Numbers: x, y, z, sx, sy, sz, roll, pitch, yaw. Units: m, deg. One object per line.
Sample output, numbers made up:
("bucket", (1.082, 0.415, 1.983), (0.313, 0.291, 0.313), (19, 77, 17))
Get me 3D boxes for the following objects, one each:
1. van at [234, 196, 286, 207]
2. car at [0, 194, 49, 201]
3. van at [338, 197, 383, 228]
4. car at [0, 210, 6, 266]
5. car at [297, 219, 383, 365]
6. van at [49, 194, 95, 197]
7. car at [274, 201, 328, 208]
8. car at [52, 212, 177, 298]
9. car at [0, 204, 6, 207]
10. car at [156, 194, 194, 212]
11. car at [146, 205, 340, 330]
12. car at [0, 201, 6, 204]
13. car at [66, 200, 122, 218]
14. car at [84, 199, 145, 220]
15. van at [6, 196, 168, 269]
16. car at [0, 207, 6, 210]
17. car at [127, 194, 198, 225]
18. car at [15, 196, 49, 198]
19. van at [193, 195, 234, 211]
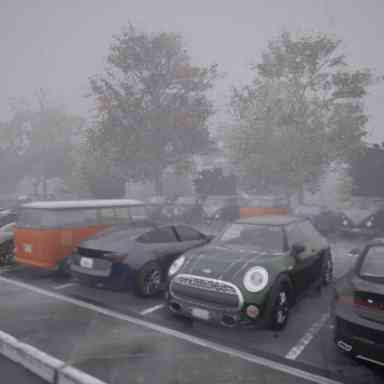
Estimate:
("van", (4.696, 1.243, 21.023), (1.878, 1.987, 4.442), (0, 0, 36))
("car", (-17.967, 1.227, 37.172), (2.435, 2.045, 5.566), (0, 0, 36))
("van", (9.072, 1.245, 17.593), (1.878, 1.987, 4.442), (0, 0, 35))
("car", (-5.347, 1.504, 11.958), (2.163, 1.488, 4.792), (0, 0, 36))
("car", (3.678, 1.480, 5.485), (2.231, 1.521, 4.892), (0, 0, 36))
("van", (-11.140, 1.250, 32.432), (1.878, 1.987, 4.442), (0, 0, 36))
("car", (6.878, 1.468, 19.314), (2.097, 1.535, 5.008), (0, 0, 36))
("car", (-0.807, 1.502, 8.759), (2.163, 1.488, 4.792), (0, 0, 36))
("car", (-9.852, 1.505, 15.203), (2.163, 1.488, 4.792), (0, 0, 36))
("car", (0.116, 1.220, 24.144), (2.435, 2.045, 5.566), (0, 0, 36))
("car", (1.444, 1.348, 7.140), (2.185, 1.767, 4.553), (0, 0, 36))
("car", (-12.196, 1.474, 16.699), (1.946, 1.575, 5.366), (0, 0, 36))
("car", (-8.958, 1.515, 30.720), (2.002, 1.452, 4.674), (0, 0, 36))
("car", (-6.614, 1.474, 29.021), (2.097, 1.535, 5.008), (0, 0, 36))
("van", (-3.009, 1.247, 10.453), (1.878, 1.987, 4.442), (0, 0, 36))
("car", (-7.599, 1.504, 13.580), (2.163, 1.488, 4.792), (0, 0, 36))
("car", (-2.131, 1.221, 25.763), (2.435, 2.045, 5.566), (0, 0, 36))
("car", (-15.605, 1.477, 35.498), (2.097, 1.535, 5.008), (0, 0, 36))
("van", (2.312, 1.244, 22.453), (1.878, 1.987, 4.442), (0, 0, 36))
